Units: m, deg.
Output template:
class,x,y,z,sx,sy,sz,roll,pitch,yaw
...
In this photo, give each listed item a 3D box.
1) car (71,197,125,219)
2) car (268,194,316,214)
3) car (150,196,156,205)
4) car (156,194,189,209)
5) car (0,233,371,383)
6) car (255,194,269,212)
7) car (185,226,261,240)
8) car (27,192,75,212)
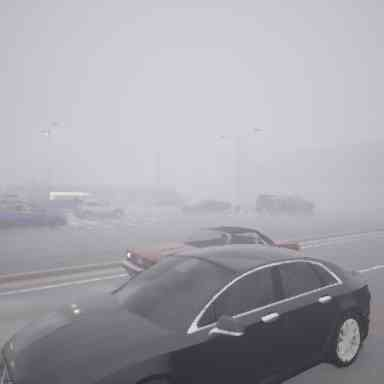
class,x,y,z,sx,sy,sz,roll,pitch,yaw
car,-7.438,1.407,27.077,3.806,1.475,1.970,0,0,-35
car,10.008,1.186,32.574,4.605,1.855,1.932,0,0,-35
car,-4.660,1.427,53.327,3.806,1.475,1.970,0,0,-35
car,-2.995,1.188,50.958,3.866,1.878,1.905,0,0,-35
car,0.359,1.510,4.202,4.892,1.490,1.837,1,0,-35
car,8.379,1.189,34.967,3.866,1.878,1.905,0,0,-35
car,0.636,1.608,8.737,4.718,1.301,1.895,0,0,-35
car,-17.280,1.164,40.813,4.605,1.855,1.932,0,0,-35
